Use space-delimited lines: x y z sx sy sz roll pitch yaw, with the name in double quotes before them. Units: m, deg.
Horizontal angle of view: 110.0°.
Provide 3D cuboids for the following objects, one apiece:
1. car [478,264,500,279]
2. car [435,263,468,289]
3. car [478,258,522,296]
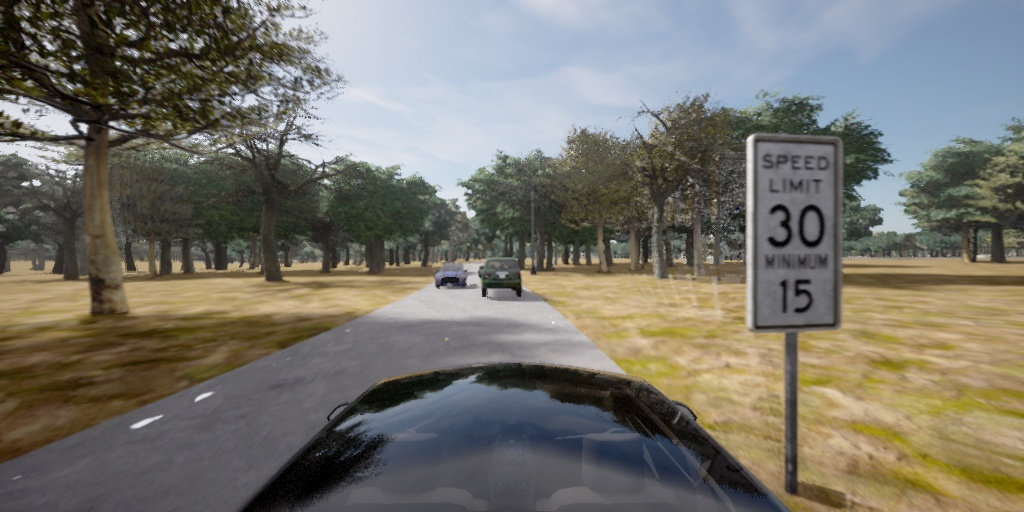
"car" -2.470 1.587 37.419 1.994 1.385 4.181 0 0 -8
"car" -4.237 1.318 25.528 2.097 1.767 4.553 0 0 -6
"car" -0.670 1.134 20.676 2.150 2.045 5.566 0 -1 -4
